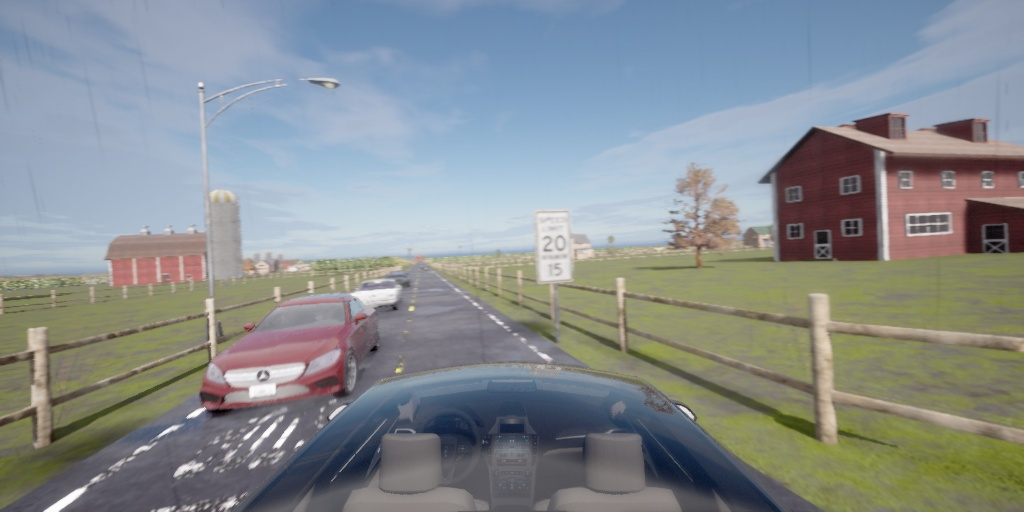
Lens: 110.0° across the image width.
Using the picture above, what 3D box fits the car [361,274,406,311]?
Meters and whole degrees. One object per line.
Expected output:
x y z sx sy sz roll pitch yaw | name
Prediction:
-6.145 1.750 16.555 1.895 1.301 4.718 -3 0 -14 | car

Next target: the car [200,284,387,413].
-3.723 1.503 6.870 1.812 1.442 4.674 -3 0 -13 | car

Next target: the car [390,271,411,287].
-9.617 1.954 30.299 1.994 1.385 4.181 -3 0 -14 | car
